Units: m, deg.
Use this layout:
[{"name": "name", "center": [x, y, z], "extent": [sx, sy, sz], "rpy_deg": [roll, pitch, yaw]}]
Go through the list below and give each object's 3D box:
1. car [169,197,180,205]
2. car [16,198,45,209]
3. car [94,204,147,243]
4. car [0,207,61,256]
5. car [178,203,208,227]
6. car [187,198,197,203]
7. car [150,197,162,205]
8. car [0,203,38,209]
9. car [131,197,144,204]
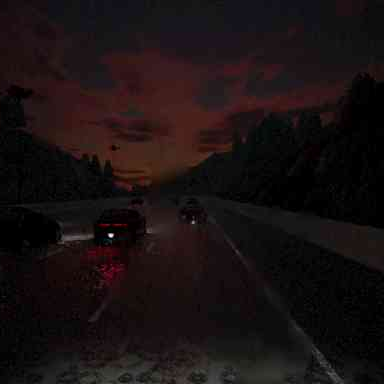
[{"name": "car", "center": [-3.432, 1.753, 64.757], "extent": [1.837, 1.490, 4.892], "rpy_deg": [0, -1, 0]}, {"name": "car", "center": [-24.573, 1.684, 50.828], "extent": [2.128, 1.511, 4.902], "rpy_deg": [0, 0, 0]}, {"name": "car", "center": [-3.406, 1.568, 16.391], "extent": [1.837, 1.490, 4.892], "rpy_deg": [0, 0, 0]}, {"name": "car", "center": [-6.906, 1.555, 13.365], "extent": [1.837, 1.490, 4.892], "rpy_deg": [0, 0, 0]}, {"name": "car", "center": [0.097, 1.694, 23.792], "extent": [1.895, 1.301, 4.718], "rpy_deg": [0, 0, 0]}, {"name": "car", "center": [0.060, 1.821, 66.290], "extent": [1.994, 1.385, 4.181], "rpy_deg": [0, 0, 0]}, {"name": "car", "center": [-6.931, 1.751, 64.452], "extent": [1.837, 1.490, 4.892], "rpy_deg": [0, -1, 0]}, {"name": "car", "center": [-10.409, 1.551, 19.371], "extent": [1.882, 1.535, 5.008], "rpy_deg": [0, 0, 0]}, {"name": "car", "center": [-10.431, 1.737, 64.018], "extent": [2.128, 1.511, 4.902], "rpy_deg": [0, 0, 0]}]
